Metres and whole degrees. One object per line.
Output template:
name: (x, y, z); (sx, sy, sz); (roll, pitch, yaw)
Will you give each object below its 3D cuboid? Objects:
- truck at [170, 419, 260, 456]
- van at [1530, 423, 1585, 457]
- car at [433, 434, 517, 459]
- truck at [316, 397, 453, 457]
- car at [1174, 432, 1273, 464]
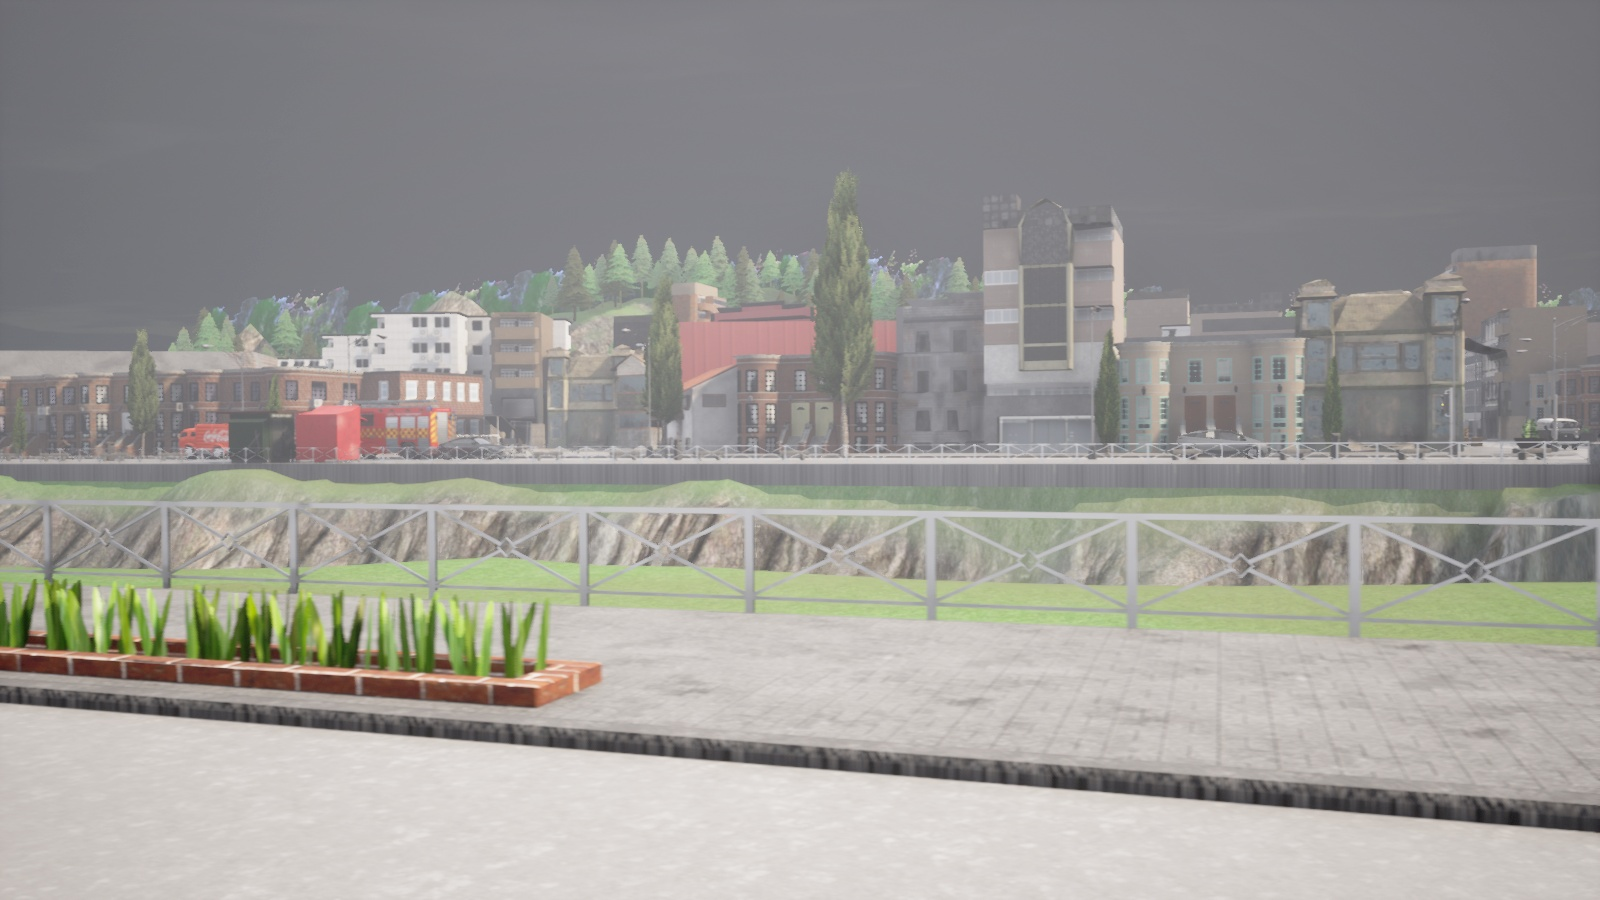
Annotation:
truck: (-40.339, -0.858, 86.598); (5.204, 2.467, 2.627); (0, 1, 19)
van: (47.832, -0.642, 79.403); (2.069, 2.038, 4.480); (0, 1, 19)
car: (-19.499, -0.207, 75.383); (4.674, 1.442, 1.812); (0, 1, 19)
truck: (-27.171, -1.486, 82.162); (8.468, 3.827, 2.891); (0, 1, 19)
car: (20.817, -0.137, 61.832); (4.514, 1.525, 2.007); (0, 1, 19)
